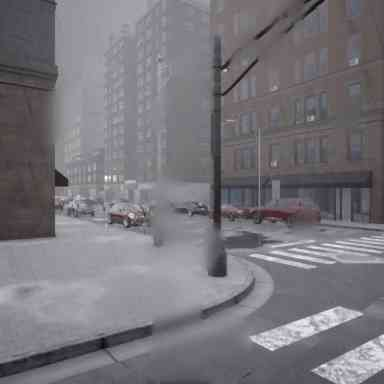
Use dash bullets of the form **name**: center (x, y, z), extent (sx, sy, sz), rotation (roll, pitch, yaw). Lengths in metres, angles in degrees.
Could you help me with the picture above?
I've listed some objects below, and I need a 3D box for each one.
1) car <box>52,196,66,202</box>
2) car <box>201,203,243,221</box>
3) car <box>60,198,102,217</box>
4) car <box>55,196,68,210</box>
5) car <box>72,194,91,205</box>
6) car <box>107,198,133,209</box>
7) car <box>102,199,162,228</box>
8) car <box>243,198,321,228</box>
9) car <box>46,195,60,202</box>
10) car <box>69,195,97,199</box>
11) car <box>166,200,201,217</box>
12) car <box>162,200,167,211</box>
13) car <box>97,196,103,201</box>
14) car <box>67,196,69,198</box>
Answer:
- **car**: center (-28.809, 1.478, 71.933), extent (2.008, 1.369, 4.403), rotation (0, 0, -35)
- **car**: center (2.947, 1.571, 26.738), extent (1.802, 1.307, 4.206), rotation (0, 0, -35)
- **car**: center (-10.368, 1.530, 30.857), extent (2.008, 1.369, 4.403), rotation (0, 0, -35)
- **car**: center (-16.721, 1.512, 39.899), extent (1.887, 1.381, 4.507), rotation (0, 0, -35)
- **car**: center (-19.891, 1.298, 59.684), extent (2.097, 1.767, 4.553), rotation (0, 0, -35)
- **car**: center (-9.756, 1.532, 44.816), extent (1.947, 1.339, 4.313), rotation (0, 0, -35)
- **car**: center (-4.015, 1.430, 21.815), extent (1.967, 1.590, 4.097), rotation (0, 0, -35)
- **car**: center (6.122, 1.309, 22.218), extent (2.192, 1.841, 5.009), rotation (0, 0, -35)
- **car**: center (-31.985, 1.471, 76.453), extent (2.008, 1.369, 4.403), rotation (0, 0, -35)
- **car**: center (-16.156, 1.436, 49.117), extent (1.882, 1.535, 5.008), rotation (0, 0, -35)
- **car**: center (-0.229, 1.550, 31.257), extent (1.947, 1.339, 4.313), rotation (0, 0, -35)
- **car**: center (-3.405, 1.529, 35.778), extent (2.008, 1.369, 4.403), rotation (0, 0, -35)
- **car**: center (-15.857, 1.457, 53.999), extent (1.837, 1.490, 4.892), rotation (0, 0, -35)
- **car**: center (-21.523, 1.473, 56.760), extent (1.812, 1.442, 4.674), rotation (0, 0, -35)
